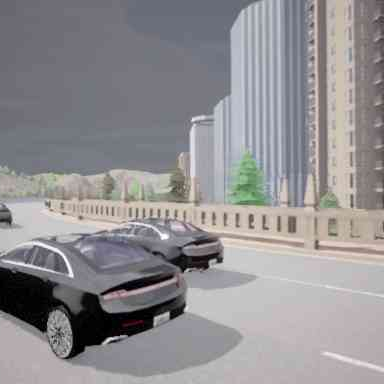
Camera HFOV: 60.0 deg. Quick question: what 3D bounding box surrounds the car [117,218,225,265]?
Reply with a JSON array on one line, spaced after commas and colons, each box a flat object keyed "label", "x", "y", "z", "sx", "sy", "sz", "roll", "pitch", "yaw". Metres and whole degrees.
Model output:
[{"label": "car", "x": -1.346, "y": 1.520, "z": 9.783, "sx": 4.902, "sy": 1.511, "sz": 2.128, "roll": 0, "pitch": 0, "yaw": 40}]

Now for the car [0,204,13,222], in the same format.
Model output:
[{"label": "car", "x": -13.797, "y": 1.542, "z": 23.062, "sx": 2.128, "sy": 1.511, "sz": 4.902, "roll": 0, "pitch": 0, "yaw": -37}]

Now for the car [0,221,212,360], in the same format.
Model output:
[{"label": "car", "x": -2.292, "y": 1.507, "z": 6.042, "sx": 4.902, "sy": 1.511, "sz": 2.128, "roll": 0, "pitch": 0, "yaw": 39}]
